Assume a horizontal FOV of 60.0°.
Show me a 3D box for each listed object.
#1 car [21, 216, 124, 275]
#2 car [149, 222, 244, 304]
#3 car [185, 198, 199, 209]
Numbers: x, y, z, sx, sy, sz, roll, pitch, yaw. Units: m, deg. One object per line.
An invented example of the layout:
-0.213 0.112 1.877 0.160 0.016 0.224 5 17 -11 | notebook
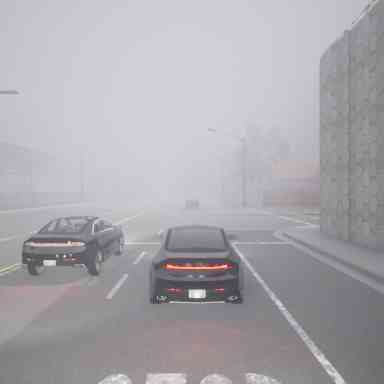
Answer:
-3.421 1.492 10.413 2.128 1.511 4.902 0 0 0 | car
0.085 1.505 8.142 1.837 1.490 4.892 0 0 0 | car
0.009 1.491 44.142 2.128 1.511 4.902 0 0 0 | car
